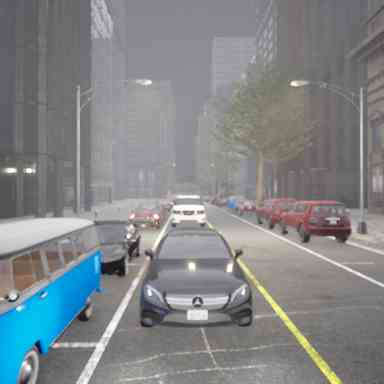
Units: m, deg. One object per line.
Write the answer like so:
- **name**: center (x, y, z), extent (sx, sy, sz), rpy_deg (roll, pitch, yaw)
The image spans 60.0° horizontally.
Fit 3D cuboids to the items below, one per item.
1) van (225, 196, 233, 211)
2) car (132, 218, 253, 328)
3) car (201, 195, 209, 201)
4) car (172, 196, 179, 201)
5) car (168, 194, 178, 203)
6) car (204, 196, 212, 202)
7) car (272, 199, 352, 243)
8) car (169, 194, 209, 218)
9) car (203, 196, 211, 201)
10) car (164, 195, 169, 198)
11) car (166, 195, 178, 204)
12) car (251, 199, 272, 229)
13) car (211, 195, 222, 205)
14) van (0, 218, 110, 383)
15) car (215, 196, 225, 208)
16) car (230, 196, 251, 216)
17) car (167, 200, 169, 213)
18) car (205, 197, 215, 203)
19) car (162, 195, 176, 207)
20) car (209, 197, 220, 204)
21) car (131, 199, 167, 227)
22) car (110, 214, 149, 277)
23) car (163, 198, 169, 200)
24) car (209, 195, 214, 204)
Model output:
- **van**: center (5.203, 1.396, 38.655), extent (1.690, 1.788, 3.998), rpy_deg (0, 0, -1)
- **car**: center (0.026, 1.530, 7.161), extent (1.812, 1.442, 4.674), rpy_deg (0, 0, -1)
- **car**: center (3.801, 1.700, 95.032), extent (1.967, 1.590, 4.097), rpy_deg (0, 0, -1)
- **car**: center (-4.722, 1.826, 94.824), extent (1.947, 1.339, 4.313), rpy_deg (0, 0, -1)
- **car**: center (-4.302, 1.501, 77.913), extent (2.192, 1.841, 5.009), rpy_deg (0, 0, -1)
- **car**: center (4.077, 1.735, 83.926), extent (1.752, 1.417, 4.829), rpy_deg (0, 0, -1)
- **car**: center (5.763, 1.330, 16.104), extent (2.192, 1.841, 5.009), rpy_deg (0, 0, -1)
- **car**: center (-0.268, 1.247, 22.982), extent (2.150, 2.045, 5.566), rpy_deg (0, 0, -1)
- **car**: center (3.941, 1.816, 89.393), extent (1.802, 1.307, 4.206), rpy_deg (0, 0, -1)
- **car**: center (-3.597, 1.605, 49.559), extent (1.752, 1.417, 4.829), rpy_deg (0, 0, -1)
- **car**: center (-4.022, 1.458, 66.640), extent (2.192, 1.841, 5.009), rpy_deg (0, 0, -1)
- **car**: center (5.623, 1.339, 21.741), extent (2.192, 1.841, 5.009), rpy_deg (0, 0, -1)
- **car**: center (4.782, 1.665, 55.566), extent (1.947, 1.339, 4.313), rpy_deg (0, 0, -1)
- **van**: center (-2.479, 1.344, 4.631), extent (1.690, 1.788, 3.998), rpy_deg (0, 0, -1)
- **car**: center (4.922, 1.662, 49.930), extent (1.802, 1.307, 4.206), rpy_deg (0, 0, -1)
- **car**: center (5.343, 1.485, 33.017), extent (1.967, 1.590, 4.097), rpy_deg (0, 0, -1)
- **car**: center (-3.040, 1.579, 27.180), extent (1.887, 1.381, 4.507), rpy_deg (0, 0, -1)
- **car**: center (4.222, 1.752, 78.118), extent (1.947, 1.339, 4.313), rpy_deg (0, 0, -1)
- **car**: center (-3.742, 1.415, 55.365), extent (2.192, 1.841, 5.009), rpy_deg (0, 0, -1)
- **car**: center (4.502, 1.687, 66.843), extent (1.887, 1.381, 4.507), rpy_deg (0, 0, -1)
- **car**: center (-2.900, 1.465, 21.543), extent (1.967, 1.590, 4.097), rpy_deg (0, 0, -1)
- **car**: center (-2.620, 1.573, 10.268), extent (1.947, 1.339, 4.313), rpy_deg (0, 0, -1)
- **car**: center (-3.320, 1.637, 38.455), extent (1.802, 1.307, 4.206), rpy_deg (0, 0, -1)
- **car**: center (4.641, 1.436, 61.205), extent (2.192, 1.841, 5.009), rpy_deg (0, 0, -1)
